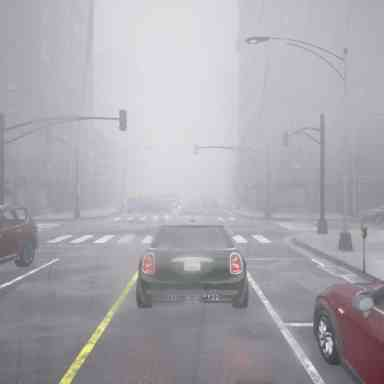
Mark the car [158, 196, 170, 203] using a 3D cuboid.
[{"bbox_3d":[-5.804,1.540,69.158,2.008,1.369,4.403,0,0,0],"label":"car"}]

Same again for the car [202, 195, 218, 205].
[{"bbox_3d":[2.705,1.519,46.961,1.752,1.417,4.829,0,0,0],"label":"car"}]

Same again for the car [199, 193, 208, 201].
[{"bbox_3d":[3.069,1.210,86.585,2.150,2.045,5.566,0,0,0],"label":"car"}]

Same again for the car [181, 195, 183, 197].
[{"bbox_3d":[-3.039,1.593,56.538,1.895,1.301,4.718,0,0,0],"label":"car"}]

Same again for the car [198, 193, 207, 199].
[{"bbox_3d":[2.718,1.305,63.574,2.192,1.841,5.009,0,0,0],"label":"car"}]

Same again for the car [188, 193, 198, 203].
[{"bbox_3d":[0.107,1.515,66.609,1.812,1.442,4.674,0,0,0],"label":"car"}]

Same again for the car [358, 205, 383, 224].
[{"bbox_3d":[14.395,1.515,23.743,4.674,1.442,1.812,0,0,1],"label":"car"}]

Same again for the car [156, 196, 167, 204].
[{"bbox_3d":[-5.808,1.516,63.392,1.752,1.417,4.829,0,0,0],"label":"car"}]

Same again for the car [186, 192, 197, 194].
[{"bbox_3d":[0.060,1.362,76.576,1.812,1.442,4.674,0,0,0],"label":"car"}]

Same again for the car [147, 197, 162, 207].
[{"bbox_3d":[-5.817,1.538,52.370,1.887,1.381,4.507,0,0,0],"label":"car"}]

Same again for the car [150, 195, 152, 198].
[{"bbox_3d":[-5.826,1.310,41.179,2.192,1.841,5.009,0,0,0],"label":"car"}]

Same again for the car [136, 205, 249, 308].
[{"bbox_3d":[0.016,1.352,8.056,2.097,1.767,4.553,0,0,0],"label":"car"}]

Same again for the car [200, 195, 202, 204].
[{"bbox_3d":[2.709,1.544,52.386,2.008,1.369,4.403,0,0,0],"label":"car"}]

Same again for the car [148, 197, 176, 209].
[{"bbox_3d":[-3.074,1.544,35.202,2.033,1.411,5.357,0,0,0],"label":"car"}]

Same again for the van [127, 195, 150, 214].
[{"bbox_3d":[-5.830,1.337,35.582,1.690,1.788,3.998,0,0,0],"label":"van"}]

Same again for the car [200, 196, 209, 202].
[{"bbox_3d":[2.727,1.570,74.763,1.802,1.307,4.206,0,0,0],"label":"car"}]

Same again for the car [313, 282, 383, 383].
[{"bbox_3d":[2.670,1.440,3.130,1.967,1.590,4.097,0,0,0],"label":"car"}]

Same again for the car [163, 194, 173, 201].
[{"bbox_3d":[-5.795,1.302,80.349,2.192,1.841,5.009,0,0,0],"label":"car"}]

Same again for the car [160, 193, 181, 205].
[{"bbox_3d":[-3.065,1.216,46.264,2.150,2.045,5.566,0,0,0],"label":"car"}]

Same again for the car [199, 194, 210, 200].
[{"bbox_3d":[2.713,1.557,57.980,1.947,1.339,4.313,0,0,0],"label":"car"}]

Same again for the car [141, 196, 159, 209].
[{"bbox_3d":[-5.822,1.434,46.774,1.967,1.590,4.097,0,0,0],"label":"car"}]

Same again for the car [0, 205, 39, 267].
[{"bbox_3d":[-5.852,1.315,8.635,2.192,1.841,5.009,0,0,0],"label":"car"}]
